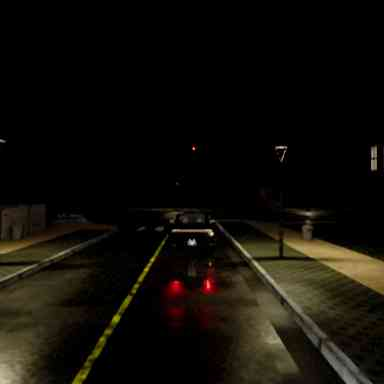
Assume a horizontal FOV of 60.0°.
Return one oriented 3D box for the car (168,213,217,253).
[{"bbox_3d":[0.014,1.625,14.293,2.128,1.511,4.902,0,0,0],"label":"car"}]
